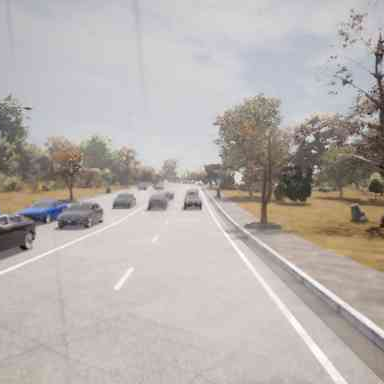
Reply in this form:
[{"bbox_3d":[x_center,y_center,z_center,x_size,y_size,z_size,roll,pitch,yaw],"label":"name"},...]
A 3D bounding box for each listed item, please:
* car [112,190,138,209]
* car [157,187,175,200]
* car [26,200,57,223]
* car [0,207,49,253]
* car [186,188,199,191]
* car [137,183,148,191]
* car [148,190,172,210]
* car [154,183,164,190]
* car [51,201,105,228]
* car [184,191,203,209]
[{"bbox_3d":[-7.020,0.868,34.900,1.837,1.490,4.892,0,3,0],"label":"car"},{"bbox_3d":[-3.458,0.336,46.565,1.895,1.301,4.718,0,3,1],"label":"car"},{"bbox_3d":[-10.579,1.339,23.986,1.882,1.535,5.008,0,2,0],"label":"car"},{"bbox_3d":[-7.097,1.468,11.311,2.128,1.511,4.902,0,0,0],"label":"car"},{"bbox_3d":[0.052,0.199,47.711,1.812,1.442,4.674,0,3,1],"label":"car"},{"bbox_3d":[-10.487,-1.103,70.552,1.837,1.490,4.892,0,3,0],"label":"car"},{"bbox_3d":[-3.394,0.913,34.053,1.837,1.490,4.892,0,3,0],"label":"car"},{"bbox_3d":[-6.987,-1.125,70.550,1.882,1.535,5.008,0,3,0],"label":"car"},{"bbox_3d":[-7.086,1.420,21.661,1.837,1.490,4.892,0,1,0],"label":"car"},{"bbox_3d":[0.107,0.979,34.595,1.895,1.301,4.718,0,3,0],"label":"car"}]
